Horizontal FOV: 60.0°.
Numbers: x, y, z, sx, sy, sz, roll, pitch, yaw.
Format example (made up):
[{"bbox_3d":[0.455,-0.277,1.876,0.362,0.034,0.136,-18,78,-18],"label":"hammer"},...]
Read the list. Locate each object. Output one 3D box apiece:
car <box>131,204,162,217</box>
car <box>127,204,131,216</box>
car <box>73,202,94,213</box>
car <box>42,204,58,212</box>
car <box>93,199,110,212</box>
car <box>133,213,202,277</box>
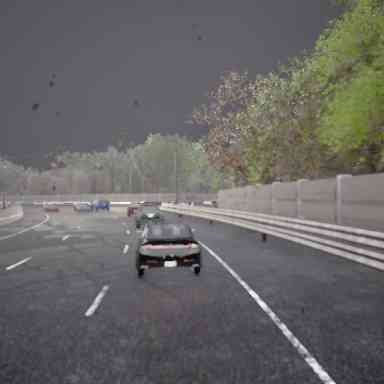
[{"bbox_3d":[-3.408,1.785,25.805,2.097,1.767,4.553,0,-1,-12],"label":"car"},{"bbox_3d":[-7.145,2.194,41.987,1.882,1.535,5.008,0,-1,-12],"label":"car"},{"bbox_3d":[-17.313,2.505,51.976,2.033,1.411,5.357,0,-1,-29],"label":"car"},{"bbox_3d":[-23.901,2.641,56.058,1.994,1.385,4.181,0,-1,-32],"label":"car"},{"bbox_3d":[-15.484,2.223,55.780,2.150,2.045,5.566,0,-1,-30],"label":"car"},{"bbox_3d":[-0.833,1.674,10.971,2.128,1.511,4.902,0,-1,-7],"label":"car"}]
